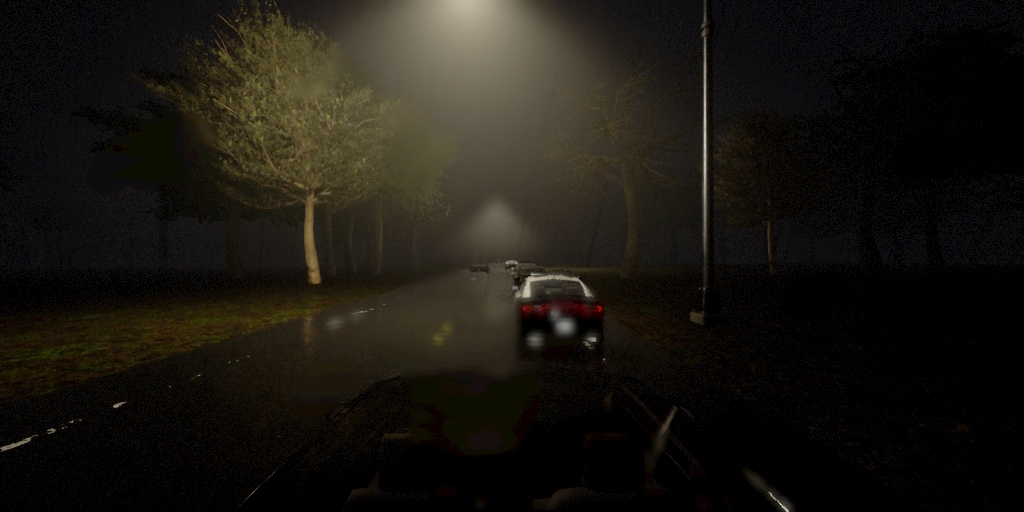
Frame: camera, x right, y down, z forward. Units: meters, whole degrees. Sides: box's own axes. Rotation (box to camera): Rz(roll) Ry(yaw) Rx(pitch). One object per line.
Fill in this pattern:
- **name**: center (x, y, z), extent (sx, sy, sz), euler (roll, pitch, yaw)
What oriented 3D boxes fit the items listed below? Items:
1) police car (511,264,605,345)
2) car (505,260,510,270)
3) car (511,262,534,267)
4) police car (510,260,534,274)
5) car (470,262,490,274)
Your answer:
- **police car**: center (1.033, 1.178, 9.623), extent (1.930, 1.638, 5.238), euler (0, 0, 0)
- **car**: center (-0.037, 1.393, 52.779), extent (1.895, 1.301, 4.718), euler (0, 0, 0)
- **car**: center (1.013, 1.263, 19.516), extent (1.837, 1.490, 4.892), euler (0, 0, 0)
- **police car**: center (1.001, 1.185, 25.626), extent (1.930, 1.638, 5.238), euler (0, 0, 0)
- **car**: center (-3.681, 1.340, 41.968), extent (1.994, 1.385, 4.181), euler (0, 0, 0)
